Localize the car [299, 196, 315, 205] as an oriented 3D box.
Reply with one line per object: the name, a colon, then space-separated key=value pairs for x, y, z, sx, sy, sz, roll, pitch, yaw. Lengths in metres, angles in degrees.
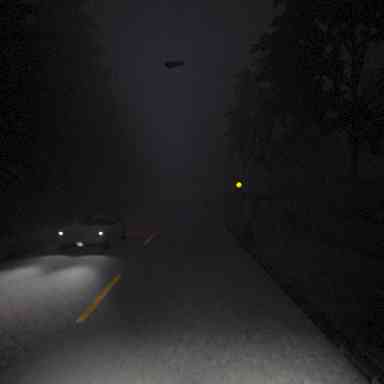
car: x=15.751 y=1.188 z=46.981 sx=1.994 sy=1.381 sz=4.181 roll=0 pitch=0 yaw=0

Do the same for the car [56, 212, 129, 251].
car: x=-4.011 y=1.567 z=14.136 sx=1.895 sy=1.301 sz=4.718 roll=0 pitch=0 yaw=0
